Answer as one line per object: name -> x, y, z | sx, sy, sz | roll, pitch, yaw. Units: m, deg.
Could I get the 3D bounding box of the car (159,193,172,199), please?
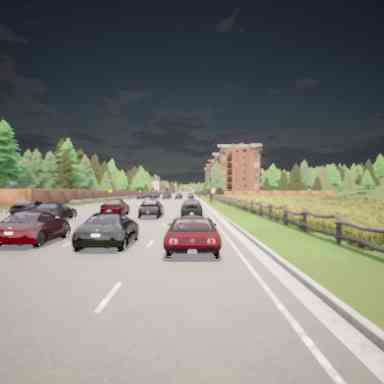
car -> -7.288, 1.359, 92.931 | 2.033, 1.411, 5.357 | 0, 0, 0

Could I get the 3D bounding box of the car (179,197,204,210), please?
car -> -0.018, 1.456, 29.218 | 1.837, 1.490, 4.892 | 0, 1, 0

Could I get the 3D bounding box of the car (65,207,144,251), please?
car -> -3.470, 1.540, 13.998 | 1.994, 1.385, 4.181 | 0, 0, 0

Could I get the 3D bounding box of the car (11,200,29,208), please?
car -> -14.018, 1.459, 29.198 | 1.837, 1.490, 4.892 | 0, 1, 0

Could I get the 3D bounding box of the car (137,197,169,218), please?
car -> -3.519, 1.443, 29.151 | 2.128, 1.511, 4.902 | 0, 0, 0

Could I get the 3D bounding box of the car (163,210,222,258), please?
car -> 0.026, 1.579, 12.722 | 1.895, 1.301, 4.718 | 0, 0, 0

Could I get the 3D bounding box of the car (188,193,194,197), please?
car -> -0.290, 1.427, 93.400 | 1.895, 1.301, 4.718 | 0, 0, 0

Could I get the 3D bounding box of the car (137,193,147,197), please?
car -> -14.288, 1.375, 92.942 | 2.033, 1.411, 5.357 | 0, 0, 0

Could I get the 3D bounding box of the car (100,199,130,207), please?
car -> -7.017, 1.426, 30.670 | 1.882, 1.535, 5.008 | 0, 0, 0

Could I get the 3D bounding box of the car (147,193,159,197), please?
car -> -10.790, 1.311, 93.337 | 1.882, 1.535, 5.008 | 0, 0, 0

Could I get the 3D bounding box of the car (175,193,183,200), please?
car -> -3.790, 1.357, 93.359 | 2.128, 1.511, 4.902 | 0, 0, 0

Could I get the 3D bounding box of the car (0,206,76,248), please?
car -> -6.967, 1.540, 14.690 | 1.994, 1.385, 4.181 | 0, 0, 0

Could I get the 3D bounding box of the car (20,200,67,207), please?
car -> -10.534, 1.506, 25.391 | 2.033, 1.411, 5.357 | 0, 0, 0
